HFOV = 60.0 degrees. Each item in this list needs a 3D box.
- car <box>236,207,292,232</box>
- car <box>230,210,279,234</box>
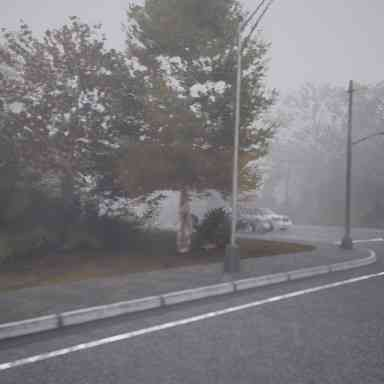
[{"bbox_3d":[5.911,2.348,29.009,2.150,2.045,5.566,3,-4,-38],"label":"car"},{"bbox_3d":[3.909,2.401,25.842,2.128,1.511,4.902,3,-4,-38],"label":"car"}]
